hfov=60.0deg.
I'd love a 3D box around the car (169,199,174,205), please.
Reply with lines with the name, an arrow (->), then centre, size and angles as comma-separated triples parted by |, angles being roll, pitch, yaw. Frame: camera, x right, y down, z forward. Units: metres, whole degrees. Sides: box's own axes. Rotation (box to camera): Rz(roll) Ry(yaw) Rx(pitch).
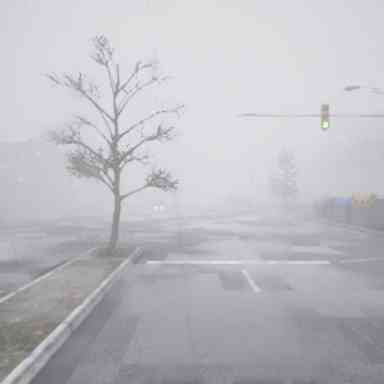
car -> -5.679, 2.482, 82.206 | 1.812, 1.442, 4.674 | 0, -2, 0

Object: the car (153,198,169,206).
car -> -5.723, 1.776, 58.512 | 2.128, 1.511, 4.902 | 0, -2, 0

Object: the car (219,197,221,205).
car -> 8.220, 1.919, 62.882 | 4.674, 1.452, 2.002 | 1, -2, -20

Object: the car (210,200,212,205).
car -> 8.296, 2.672, 89.672 | 5.008, 1.535, 2.097 | 1, -2, -20

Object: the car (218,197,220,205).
car -> 8.235, 2.007, 65.855 | 4.674, 1.452, 2.002 | 1, -2, -20

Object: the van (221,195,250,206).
van -> 8.111, 1.563, 59.867 | 4.442, 1.987, 1.878 | 1, -2, -20

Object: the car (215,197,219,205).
car -> 8.066, 2.047, 68.769 | 5.366, 1.575, 1.946 | 1, -2, -20

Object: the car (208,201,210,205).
car -> 8.326, 2.516, 92.670 | 5.566, 2.045, 2.435 | 2, -2, -20
